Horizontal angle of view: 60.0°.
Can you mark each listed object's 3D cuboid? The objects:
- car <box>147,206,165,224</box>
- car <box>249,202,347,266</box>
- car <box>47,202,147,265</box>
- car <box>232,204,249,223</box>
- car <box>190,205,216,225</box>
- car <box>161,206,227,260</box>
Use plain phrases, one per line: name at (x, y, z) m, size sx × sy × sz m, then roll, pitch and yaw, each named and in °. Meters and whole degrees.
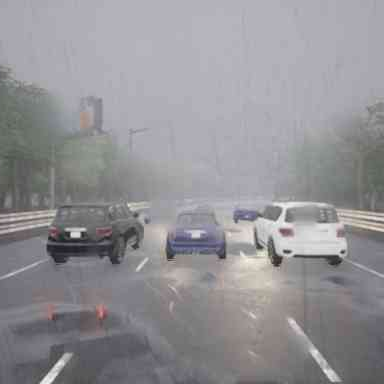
car at (-2.610, 1.846, 27.314) m, size 2.033 × 1.411 × 5.357 m, roll 0°, pitch -1°, yaw 4°
car at (3.673, 1.359, 12.257) m, size 2.150 × 2.045 × 5.566 m, roll 0°, pitch 0°, yaw 2°
car at (-3.325, 1.360, 12.443) m, size 2.150 × 2.045 × 5.566 m, roll 0°, pitch 0°, yaw 2°
car at (4.523, 1.790, 28.576) m, size 1.882 × 1.535 × 5.008 m, roll 0°, pitch 0°, yaw 5°
car at (0.979, 1.872, 28.155) m, size 1.994 × 1.385 × 4.181 m, roll 0°, pitch -1°, yaw 4°
car at (0.218, 1.495, 13.203) m, size 2.097 × 1.767 × 4.553 m, roll 0°, pitch -1°, yaw 2°
